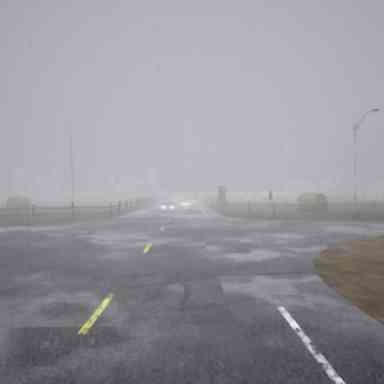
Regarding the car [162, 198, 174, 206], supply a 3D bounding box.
[{"bbox_3d":[-4.236,1.769,59.275,1.895,1.301,4.718,0,0,-1],"label":"car"}]
